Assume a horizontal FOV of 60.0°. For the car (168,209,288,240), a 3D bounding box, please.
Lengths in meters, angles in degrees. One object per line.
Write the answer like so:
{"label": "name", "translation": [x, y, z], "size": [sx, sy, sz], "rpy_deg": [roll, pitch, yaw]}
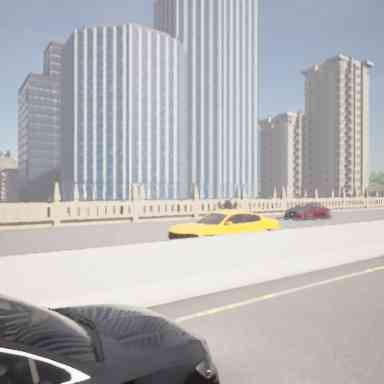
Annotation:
{"label": "car", "translation": [1.386, 1.483, 13.456], "size": [5.008, 1.535, 1.882], "rpy_deg": [0, 0, -35]}

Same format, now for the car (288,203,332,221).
{"label": "car", "translation": [9.635, 1.582, 27.508], "size": [4.181, 1.385, 1.994], "rpy_deg": [0, 0, -34]}

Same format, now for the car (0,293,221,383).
{"label": "car", "translation": [-1.992, 1.503, 2.311], "size": [4.892, 1.490, 1.837], "rpy_deg": [0, 0, -35]}
